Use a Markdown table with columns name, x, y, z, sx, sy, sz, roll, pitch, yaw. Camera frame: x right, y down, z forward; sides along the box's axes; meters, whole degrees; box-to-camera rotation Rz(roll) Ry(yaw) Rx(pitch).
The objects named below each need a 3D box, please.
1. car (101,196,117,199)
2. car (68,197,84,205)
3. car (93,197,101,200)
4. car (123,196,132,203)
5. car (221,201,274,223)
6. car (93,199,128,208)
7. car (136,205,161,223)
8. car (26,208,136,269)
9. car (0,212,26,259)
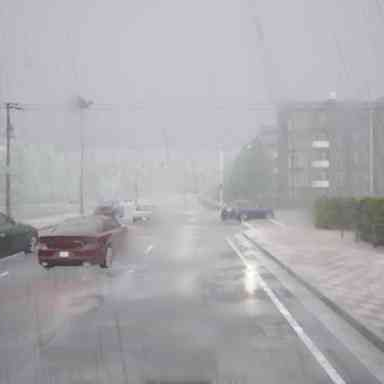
| name | x | y | z | sx | sy | sz | roll | pitch | yaw |
| --- | --- | --- | --- | --- | --- | --- | --- | --- | --- |
| car | -16.205 | 1.644 | 66.912 | 2.097 | 1.767 | 4.553 | 0 | 0 | 0 |
| car | -23.205 | 1.765 | 66.647 | 1.882 | 1.535 | 5.008 | 0 | 0 | 0 |
| car | -23.175 | 1.891 | 83.156 | 2.033 | 1.411 | 5.357 | 0 | 0 | 0 |
| car | -16.175 | 1.836 | 83.256 | 1.882 | 1.535 | 5.008 | 0 | 0 | 0 |
| car | 4.537 | 1.467 | 26.783 | 4.553 | 1.767 | 2.097 | 0 | 0 | -38 |
| car | -7.154 | 1.629 | 28.922 | 1.837 | 1.490 | 4.892 | 0 | 0 | -2 |
| car | -3.600 | 1.717 | 26.986 | 1.895 | 1.301 | 4.718 | 0 | 0 | -1 |
| car | -3.410 | 1.527 | 11.380 | 1.882 | 1.535 | 5.008 | 0 | 0 | 0 |
| car | -6.914 | 1.401 | 10.974 | 2.097 | 1.767 | 4.553 | 0 | 0 | 0 |
